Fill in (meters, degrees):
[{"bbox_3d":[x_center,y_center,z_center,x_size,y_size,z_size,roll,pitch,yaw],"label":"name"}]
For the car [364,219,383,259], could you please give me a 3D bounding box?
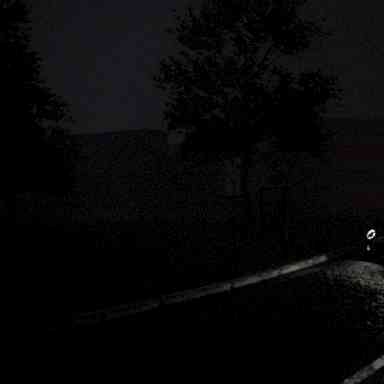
[{"bbox_3d":[7.884,1.428,11.983,2.097,1.767,4.553,-1,-1,44],"label":"car"}]
